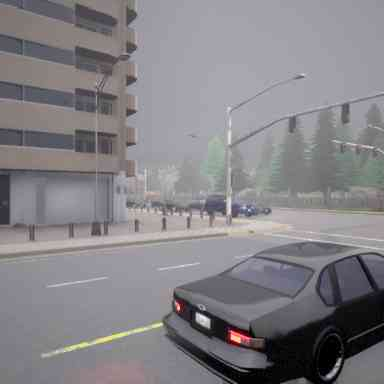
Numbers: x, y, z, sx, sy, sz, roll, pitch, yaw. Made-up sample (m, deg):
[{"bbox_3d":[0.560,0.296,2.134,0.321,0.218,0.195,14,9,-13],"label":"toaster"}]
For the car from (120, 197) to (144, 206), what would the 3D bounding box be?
[{"bbox_3d":[-10.372,1.603,56.868,2.033,1.411,5.357,0,0,-35],"label":"car"}]

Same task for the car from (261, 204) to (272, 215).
[{"bbox_3d":[6.075,1.619,33.947,1.994,1.385,4.181,0,0,-36],"label":"car"}]

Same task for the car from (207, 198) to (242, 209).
[{"bbox_3d":[4.613,1.603,48.294,2.033,1.411,5.357,0,0,-36],"label":"car"}]

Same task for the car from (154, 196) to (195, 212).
[{"bbox_3d":[-2.140,1.560,39.366,1.837,1.490,4.892,0,0,-36],"label":"car"}]

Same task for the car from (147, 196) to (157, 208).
[{"bbox_3d":[-4.197,1.407,48.225,2.097,1.767,4.553,0,0,-36],"label":"car"}]

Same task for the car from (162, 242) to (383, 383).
[{"bbox_3d":[2.180,1.547,5.334,5.357,1.411,2.033,0,0,-35],"label":"car"}]

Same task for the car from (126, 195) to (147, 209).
[{"bbox_3d":[-8.218,1.560,47.820,1.837,1.490,4.892,0,0,-36],"label":"car"}]

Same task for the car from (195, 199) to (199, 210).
[{"bbox_3d":[1.044,1.581,40.950,1.812,1.442,4.674,0,0,-36],"label":"car"}]

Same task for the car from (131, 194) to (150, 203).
[{"bbox_3d":[-10.951,1.408,69.866,2.097,1.767,4.553,0,0,-36],"label":"car"}]

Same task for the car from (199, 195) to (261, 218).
[{"bbox_3d":[3.453,1.277,31.597,2.150,2.045,5.566,0,0,-36],"label":"car"}]
